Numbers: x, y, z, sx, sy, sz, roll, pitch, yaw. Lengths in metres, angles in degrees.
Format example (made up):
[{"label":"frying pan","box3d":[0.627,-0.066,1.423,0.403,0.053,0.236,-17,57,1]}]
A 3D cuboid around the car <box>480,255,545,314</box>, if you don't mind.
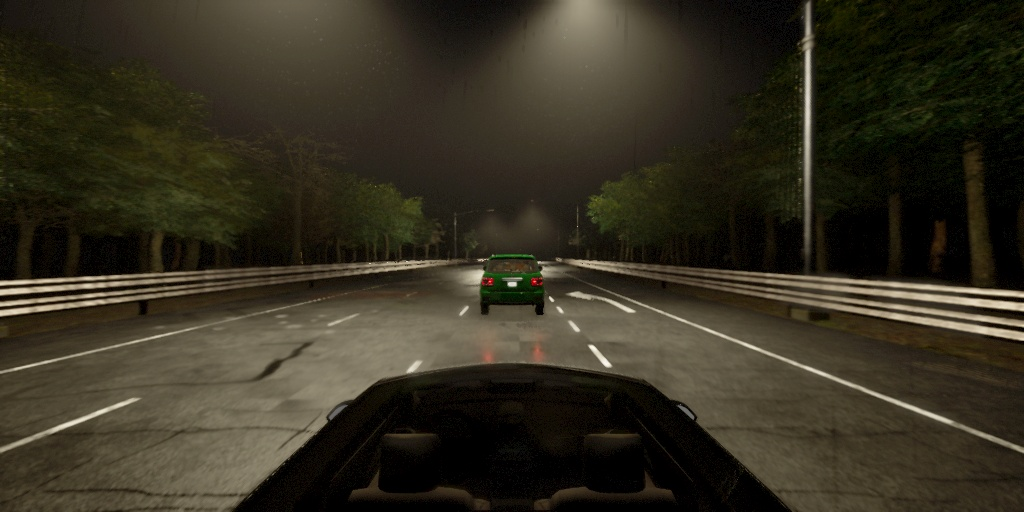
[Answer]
[{"label":"car","box3d":[0.027,0.971,13.824,2.150,2.045,5.566,0,0,0]}]
